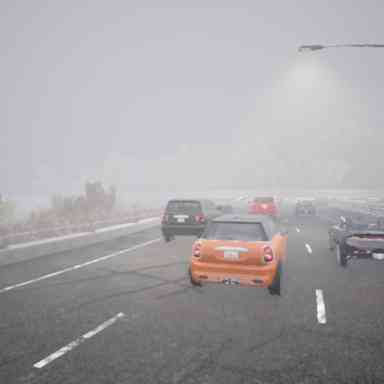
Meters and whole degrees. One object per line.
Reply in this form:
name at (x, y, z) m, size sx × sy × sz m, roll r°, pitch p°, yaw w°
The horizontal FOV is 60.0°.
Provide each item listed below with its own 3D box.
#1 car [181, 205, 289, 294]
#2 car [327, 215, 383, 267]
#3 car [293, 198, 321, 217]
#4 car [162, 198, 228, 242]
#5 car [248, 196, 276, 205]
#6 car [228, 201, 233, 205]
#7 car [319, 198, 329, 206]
car at (1.537, 1.402, 9.276) m, size 2.097 × 1.767 × 4.553 m, roll 0°, pitch 0°, yaw 19°
car at (5.809, 1.539, 11.355) m, size 2.128 × 1.511 × 4.902 m, roll 0°, pitch 0°, yaw 17°
car at (11.303, 1.648, 33.650) m, size 2.128 × 1.511 × 4.902 m, roll 0°, pitch 0°, yaw 13°
car at (0.208, 1.320, 16.899) m, size 2.150 × 2.045 × 5.566 m, roll 0°, pitch 0°, yaw 15°
car at (6.380, 1.376, 30.303) m, size 2.150 × 2.045 × 5.566 m, roll 0°, pitch 0°, yaw 7°
car at (3.426, 1.675, 36.001) m, size 1.882 × 1.535 × 5.008 m, roll 0°, pitch 0°, yaw 5°
car at (22.866, 1.829, 59.340) m, size 1.994 × 1.385 × 4.181 m, roll -1°, pitch -1°, yaw 41°
